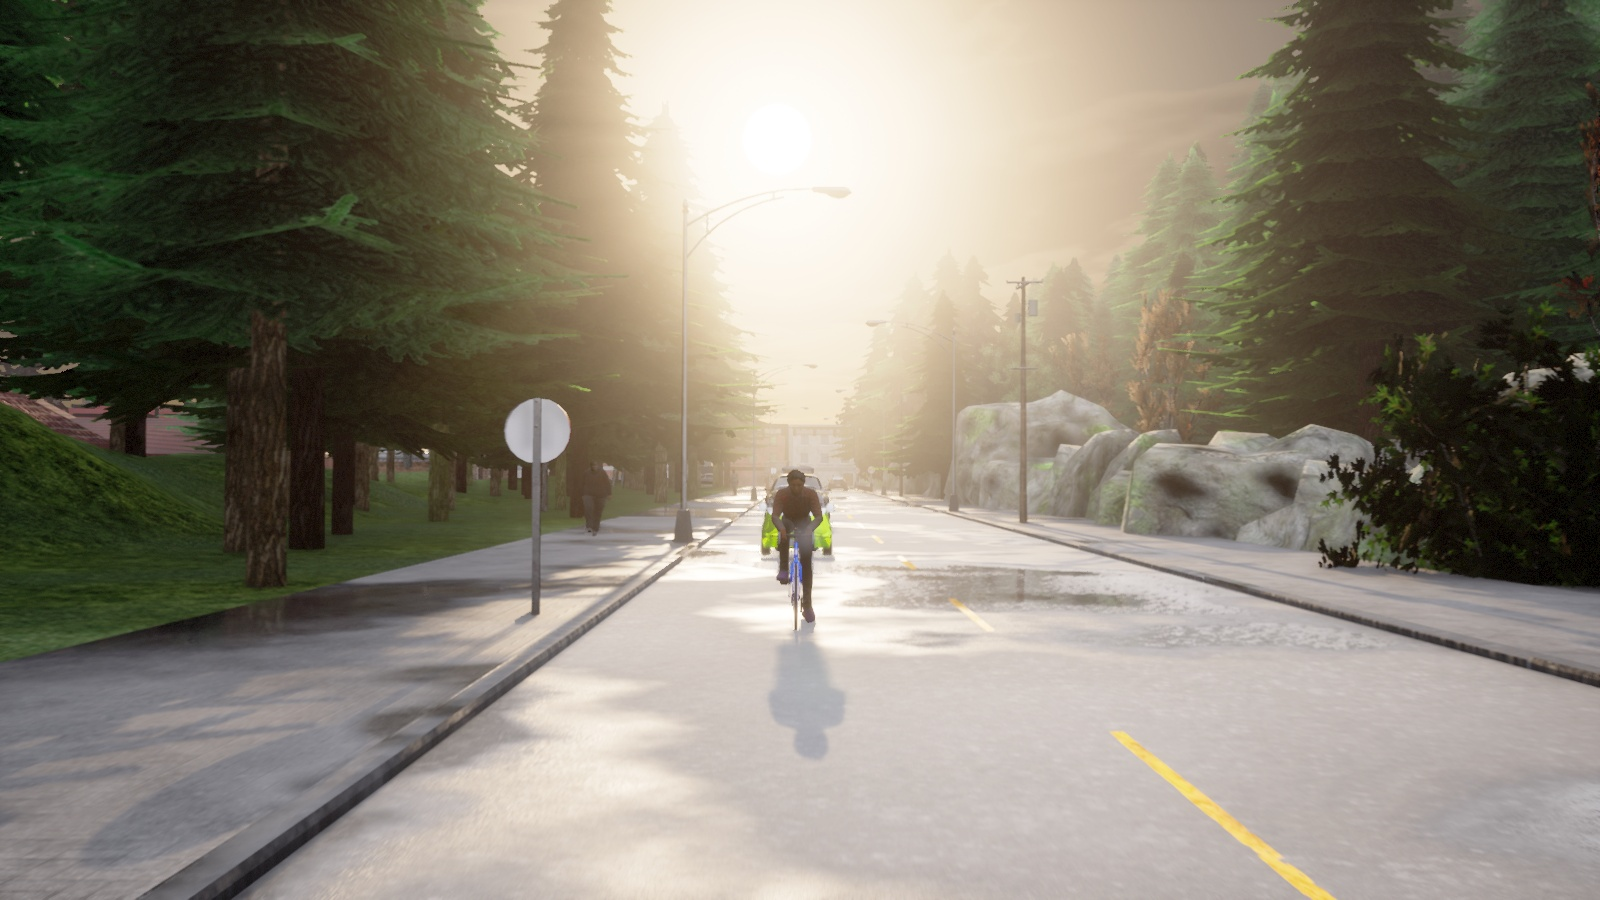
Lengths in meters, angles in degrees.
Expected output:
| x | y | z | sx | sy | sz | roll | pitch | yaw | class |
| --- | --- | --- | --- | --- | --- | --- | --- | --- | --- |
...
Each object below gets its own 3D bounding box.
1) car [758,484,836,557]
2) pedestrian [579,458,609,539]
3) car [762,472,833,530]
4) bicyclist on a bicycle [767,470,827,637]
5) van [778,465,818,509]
| x | y | z | sx | sy | sz | roll | pitch | yaw | class |
| --- | --- | --- | --- | --- | --- | --- | --- | --- | --- |
| -0.054 | 1.360 | 24.918 | 1.481 | 1.376 | 2.207 | 0 | -2 | 0 | car |
| -4.793 | 1.120 | 29.298 | 0.634 | 1.844 | 0.899 | 0 | -1 | -6 | pedestrian |
| -0.069 | 1.498 | 38.364 | 2.033 | 1.649 | 4.856 | 0 | -1 | 0 | car |
| -0.032 | 1.026 | 13.035 | 0.582 | 1.620 | 1.656 | 0 | -2 | 0 | bicyclist on a bicycle |
| -0.092 | 1.722 | 58.854 | 1.775 | 1.987 | 4.442 | 0 | -1 | 0 | van |
